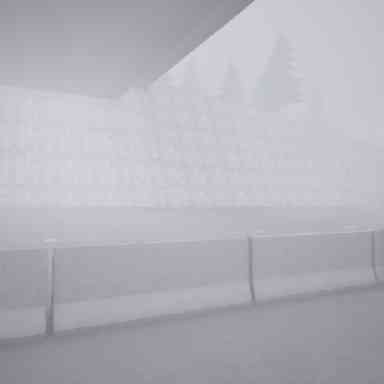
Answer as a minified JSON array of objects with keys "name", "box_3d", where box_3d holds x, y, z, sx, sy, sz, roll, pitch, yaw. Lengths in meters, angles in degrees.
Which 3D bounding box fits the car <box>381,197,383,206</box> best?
[{"name":"car","box_3d":[21.746,0.667,33.582,5.566,2.045,2.150,1,2,-25]}]
